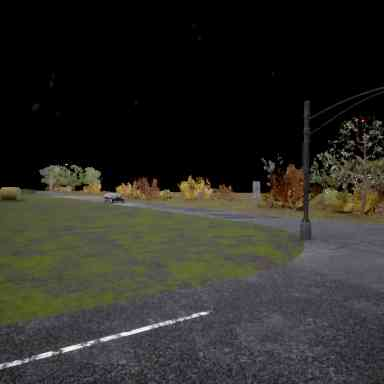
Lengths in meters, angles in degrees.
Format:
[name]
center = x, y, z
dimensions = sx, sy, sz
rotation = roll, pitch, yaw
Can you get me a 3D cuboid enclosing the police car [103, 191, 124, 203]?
[police car]
center = -11.663, 0.744, 49.702
dimensions = 1.930, 1.638, 5.238
rotation = 1, 0, -32
